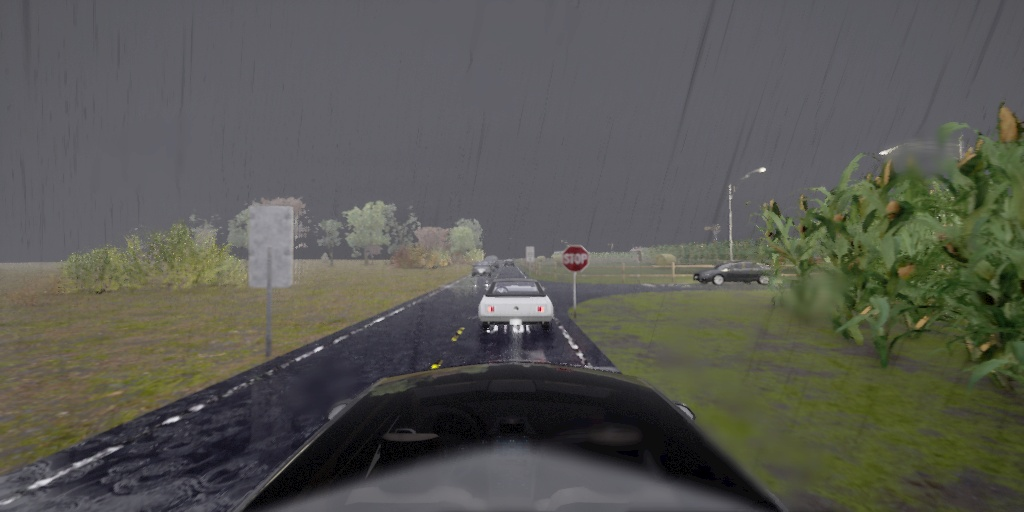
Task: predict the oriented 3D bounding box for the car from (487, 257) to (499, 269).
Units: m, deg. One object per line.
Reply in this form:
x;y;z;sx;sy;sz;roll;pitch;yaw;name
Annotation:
-3.088;1.247;45.769;2.128;1.511;4.902;0;0;-1;car

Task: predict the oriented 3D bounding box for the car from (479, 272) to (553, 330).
0.099;1.348;11.106;1.895;1.301;4.718;0;0;0;car

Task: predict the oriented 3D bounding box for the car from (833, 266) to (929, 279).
24.223;1.066;23.506;5.357;1.411;2.033;-1;-1;-1;car

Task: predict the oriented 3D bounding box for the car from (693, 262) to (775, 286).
14.392;1.119;23.357;4.892;1.490;1.837;-1;-1;-1;car

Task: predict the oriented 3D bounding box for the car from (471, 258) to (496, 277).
-2.945;1.240;35.832;2.128;1.511;4.902;0;0;-2;car
